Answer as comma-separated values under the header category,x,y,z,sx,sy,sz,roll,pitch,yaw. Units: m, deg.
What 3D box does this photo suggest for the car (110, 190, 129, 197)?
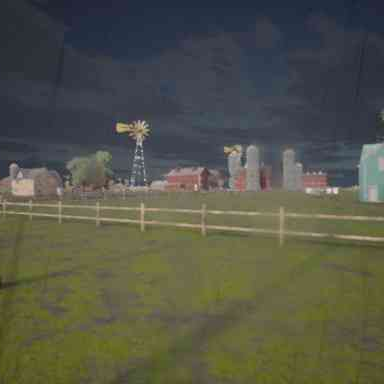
category,x,y,z,sx,sy,sz,roll,pitch,yaw
car,-15.521,0.303,71.014,1.994,1.385,4.181,-1,1,36

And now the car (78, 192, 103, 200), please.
category,x,y,z,sx,sy,sz,roll,pitch,yaw
car,-18.826,0.759,61.771,2.128,1.511,4.902,-1,1,36
